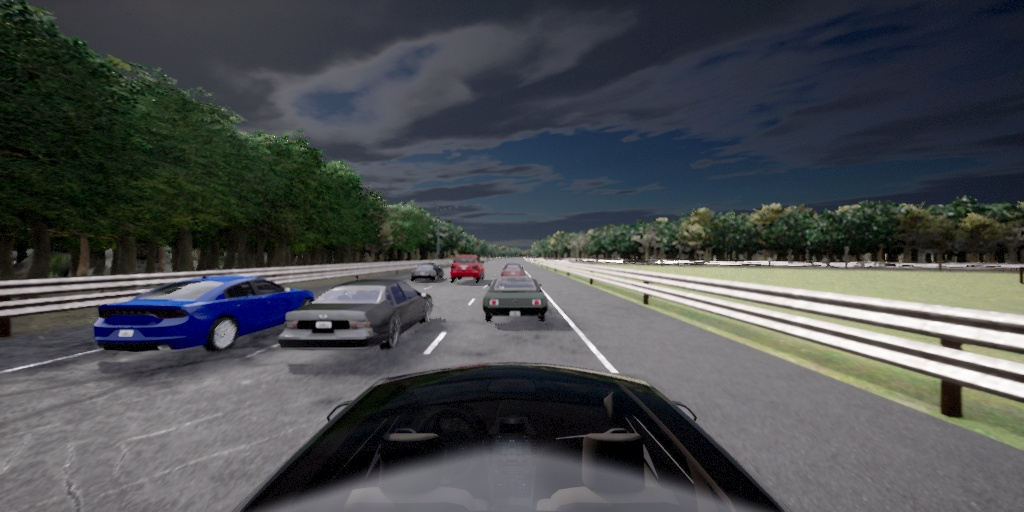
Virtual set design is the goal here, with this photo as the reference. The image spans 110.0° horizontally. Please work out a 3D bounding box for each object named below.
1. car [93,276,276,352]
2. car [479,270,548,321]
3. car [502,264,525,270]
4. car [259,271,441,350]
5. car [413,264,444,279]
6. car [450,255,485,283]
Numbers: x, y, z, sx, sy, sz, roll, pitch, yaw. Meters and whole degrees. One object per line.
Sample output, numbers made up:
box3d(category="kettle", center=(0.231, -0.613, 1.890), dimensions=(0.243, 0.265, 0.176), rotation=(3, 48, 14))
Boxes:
box3d(category="car", center=(-6.914, 1.224, 8.903), dimensions=(1.882, 1.535, 5.008), rotation=(0, 0, 0))
box3d(category="car", center=(0.097, 1.345, 12.377), dimensions=(1.895, 1.301, 4.718), rotation=(0, 0, 0))
box3d(category="car", center=(0.096, 1.305, 29.661), dimensions=(1.994, 1.385, 4.181), rotation=(0, 0, 0))
box3d(category="car", center=(-3.404, 1.292, 8.997), dimensions=(2.033, 1.411, 5.357), rotation=(0, 0, 0))
box3d(category="car", center=(-6.905, 1.305, 29.692), dimensions=(1.994, 1.385, 4.181), rotation=(0, 0, 0))
box3d(category="car", center=(-3.409, 0.963, 28.092), dimensions=(2.150, 2.045, 5.566), rotation=(0, 0, 0))
